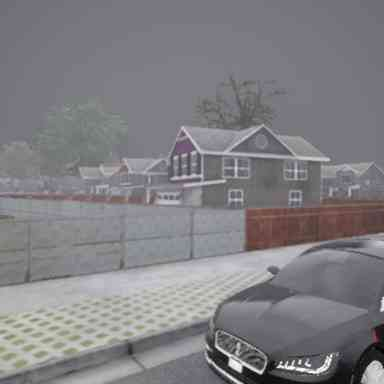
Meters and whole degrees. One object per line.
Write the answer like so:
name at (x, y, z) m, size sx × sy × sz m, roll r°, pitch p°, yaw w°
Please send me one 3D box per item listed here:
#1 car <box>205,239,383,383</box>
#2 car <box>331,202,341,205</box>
car at (2.417, 1.522, 4.803) m, size 4.892 × 1.490 × 1.837 m, roll 0°, pitch 0°, yaw -36°
car at (17.715, 1.530, 44.175) m, size 1.837 × 1.490 × 4.892 m, roll 1°, pitch 0°, yaw -25°
